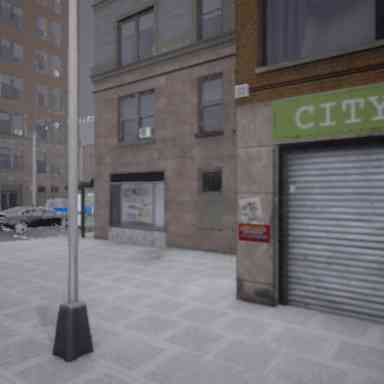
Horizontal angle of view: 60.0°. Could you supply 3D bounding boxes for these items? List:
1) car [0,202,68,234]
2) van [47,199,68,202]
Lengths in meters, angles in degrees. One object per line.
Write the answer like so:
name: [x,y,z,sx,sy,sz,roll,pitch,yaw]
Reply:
car: [-9.488,1.597,20.311,2.128,1.511,4.902,0,0,36]
van: [-10.503,1.452,28.193,1.690,1.788,3.998,0,0,36]
